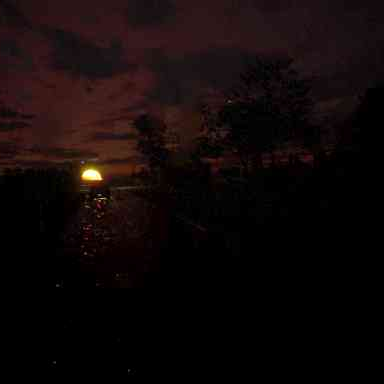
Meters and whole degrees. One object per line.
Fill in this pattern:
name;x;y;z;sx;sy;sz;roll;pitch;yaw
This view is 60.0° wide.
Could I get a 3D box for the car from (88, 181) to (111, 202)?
car;-10.240;-0.150;36.857;2.150;2.045;5.566;-3;3;-15
